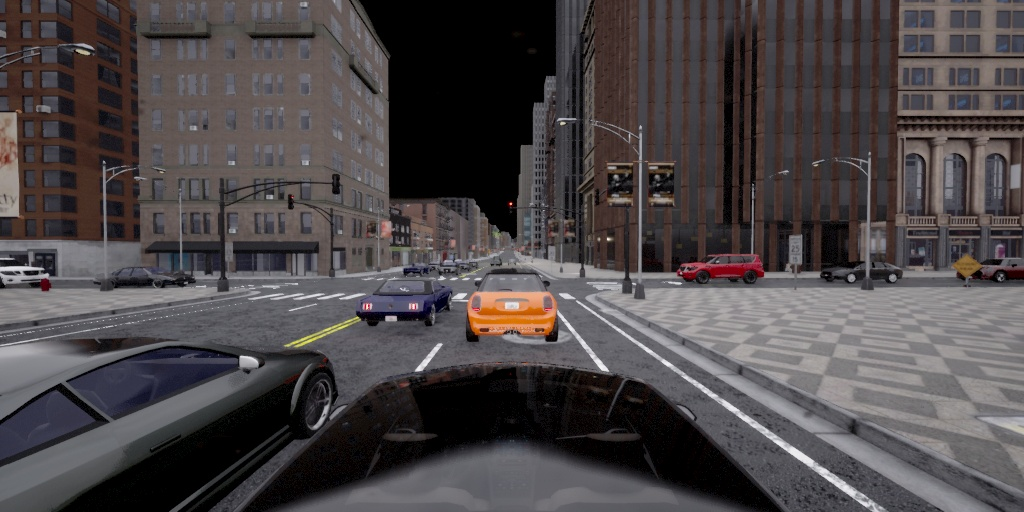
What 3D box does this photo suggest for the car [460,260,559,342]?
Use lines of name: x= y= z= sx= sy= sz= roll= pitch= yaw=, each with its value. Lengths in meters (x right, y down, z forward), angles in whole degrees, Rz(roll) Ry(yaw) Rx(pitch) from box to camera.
car: x=0.010 y=1.101 z=9.934 sx=2.097 sy=1.767 sz=4.553 roll=0 pitch=0 yaw=0

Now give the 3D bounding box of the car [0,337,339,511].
car: x=-3.158 y=1.314 z=2.766 sx=1.994 sy=1.385 sz=4.181 roll=0 pitch=0 yaw=1

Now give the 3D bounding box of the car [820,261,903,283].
car: x=24.895 y=1.118 z=25.640 sx=4.892 sy=1.490 sz=1.837 roll=0 pitch=1 yaw=0

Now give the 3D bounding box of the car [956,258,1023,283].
car: x=35.014 y=0.925 z=25.670 sx=4.553 sy=1.767 sz=2.097 roll=0 pitch=1 yaw=0

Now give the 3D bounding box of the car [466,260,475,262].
car: x=-6.599 y=1.338 z=48.746 sx=1.994 sy=1.385 sz=4.181 roll=0 pitch=0 yaw=0

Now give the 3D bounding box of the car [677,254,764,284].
car: x=14.840 y=0.875 z=25.604 sx=5.566 sy=2.045 sz=2.150 roll=0 pitch=1 yaw=0

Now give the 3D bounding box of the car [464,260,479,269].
car: x=-6.581 y=1.343 z=58.801 sx=1.994 sy=1.385 sz=4.181 roll=0 pitch=0 yaw=0

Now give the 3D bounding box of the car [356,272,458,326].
car: x=-3.149 y=1.351 z=11.585 sx=1.895 sy=1.301 sz=4.718 roll=0 pitch=0 yaw=0

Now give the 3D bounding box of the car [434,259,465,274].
car: x=-6.599 y=1.331 z=38.377 sx=1.994 sy=1.385 sz=4.181 roll=0 pitch=0 yaw=0

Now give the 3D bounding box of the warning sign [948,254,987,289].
warning sign: x=25.178 y=0.826 z=19.839 sx=1.060 sy=1.860 sz=1.300 roll=0 pitch=0 yaw=0

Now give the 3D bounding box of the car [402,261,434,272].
car: x=-9.851 y=1.367 z=37.239 sx=1.895 sy=1.301 sz=4.718 roll=0 pitch=0 yaw=0

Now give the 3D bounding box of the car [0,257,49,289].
car: x=-34.315 y=1.107 z=23.655 sx=5.566 sy=2.045 sz=2.150 roll=0 pitch=1 yaw=0

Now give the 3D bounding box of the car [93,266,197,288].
car: x=-24.107 y=1.398 z=23.599 sx=5.357 sy=1.411 sz=2.033 roll=0 pitch=1 yaw=0
